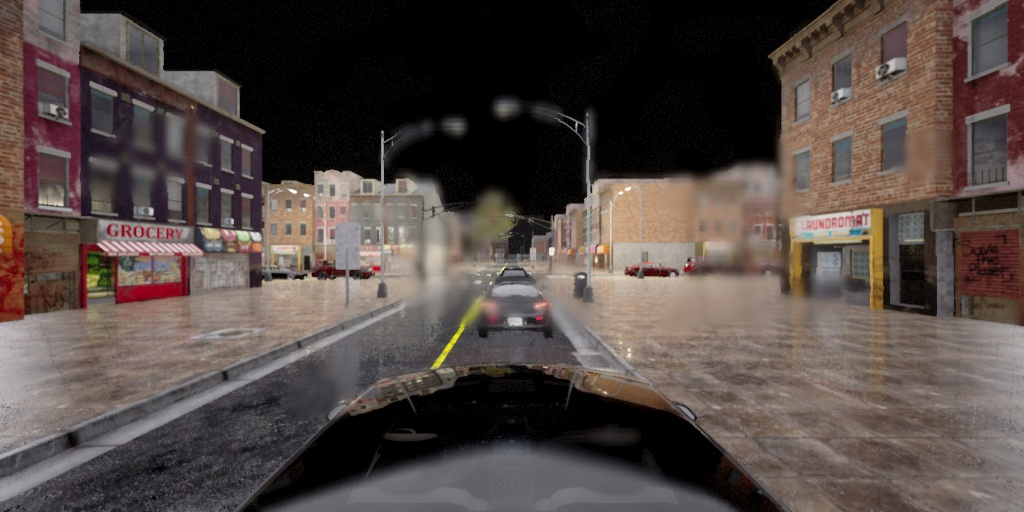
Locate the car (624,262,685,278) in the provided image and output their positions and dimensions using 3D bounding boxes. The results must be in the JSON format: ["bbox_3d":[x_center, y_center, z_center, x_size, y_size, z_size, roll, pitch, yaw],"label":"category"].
[{"bbox_3d":[11.954,1.203,30.741,4.507,1.381,1.888,0,0,0],"label":"car"}]

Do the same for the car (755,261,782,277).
[{"bbox_3d":[22.822,1.128,30.758,4.507,1.381,1.888,0,0,0],"label":"car"}]

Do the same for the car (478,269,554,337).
[{"bbox_3d":[0.099,1.274,10.127,1.812,1.442,4.674,0,0,0],"label":"car"}]

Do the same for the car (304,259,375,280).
[{"bbox_3d":[-14.454,1.166,30.701,5.009,1.841,2.192,0,0,0],"label":"car"}]

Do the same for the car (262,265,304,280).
[{"bbox_3d":[-19.880,1.459,30.693,4.313,1.339,1.948,0,0,0],"label":"car"}]

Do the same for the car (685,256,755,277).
[{"bbox_3d":[17.388,0.935,30.750,5.009,1.841,2.192,0,0,0],"label":"car"}]
